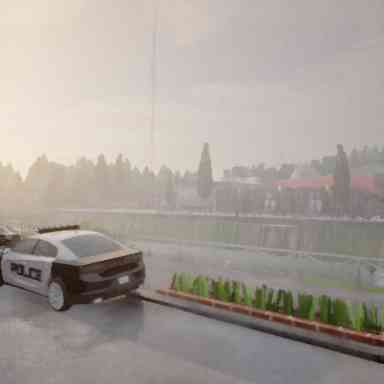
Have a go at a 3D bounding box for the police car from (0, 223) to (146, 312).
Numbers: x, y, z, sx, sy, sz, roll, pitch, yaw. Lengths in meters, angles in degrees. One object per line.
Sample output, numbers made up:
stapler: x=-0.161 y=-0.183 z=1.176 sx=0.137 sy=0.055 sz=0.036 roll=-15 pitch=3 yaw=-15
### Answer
police car: x=-3.479 y=1.657 z=8.513 sx=5.238 sy=1.638 sz=1.930 roll=-1 pitch=1 yaw=37
